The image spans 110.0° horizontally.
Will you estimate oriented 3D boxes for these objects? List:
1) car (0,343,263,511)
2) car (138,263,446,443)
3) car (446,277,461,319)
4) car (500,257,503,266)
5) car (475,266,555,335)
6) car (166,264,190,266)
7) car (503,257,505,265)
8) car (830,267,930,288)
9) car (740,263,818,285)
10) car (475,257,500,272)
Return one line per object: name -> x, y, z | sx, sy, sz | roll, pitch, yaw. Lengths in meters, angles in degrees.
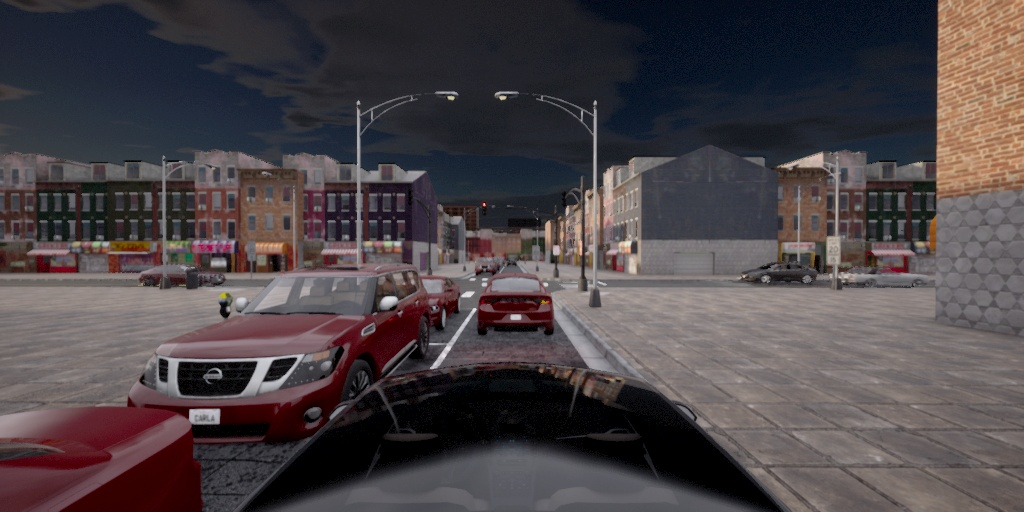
car -> -2.638, 1.296, 0.164 | 1.888, 1.381, 4.507 | 0, 0, 0
car -> -2.641, 1.061, 5.598 | 2.192, 1.841, 5.009 | 0, 0, 0
car -> -2.645, 1.287, 11.032 | 1.888, 1.381, 4.507 | 0, 0, 0
car -> -2.673, 1.044, 48.295 | 2.192, 1.841, 5.009 | 0, 0, 0
car -> 0.090, 1.220, 10.495 | 1.882, 1.535, 5.008 | 0, 0, 0
car -> -21.012, 1.254, 22.895 | 4.674, 1.442, 1.812 | 0, 0, 0
car -> -2.685, 1.287, 64.575 | 2.007, 1.370, 4.403 | 0, 0, 0
car -> 23.365, 1.379, 22.864 | 4.718, 1.301, 1.895 | 0, 0, 0
car -> 19.126, 1.254, 25.805 | 4.892, 1.490, 1.837 | 0, 0, 0
car -> -2.665, 1.044, 37.441 | 2.192, 1.841, 5.009 | 0, 0, 0
